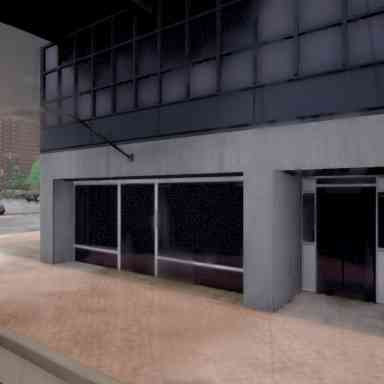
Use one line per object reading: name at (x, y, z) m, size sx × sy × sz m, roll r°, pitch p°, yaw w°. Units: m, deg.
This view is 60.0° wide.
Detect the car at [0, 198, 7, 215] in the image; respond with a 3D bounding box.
car at (-17.894, 1.491, 27.199) m, size 2.128 × 1.511 × 4.902 m, roll 0°, pitch 0°, yaw 36°

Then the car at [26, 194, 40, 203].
car at (-30.237, 1.153, 64.728) m, size 4.605 × 1.855 × 1.932 m, roll 0°, pitch 0°, yaw 35°
